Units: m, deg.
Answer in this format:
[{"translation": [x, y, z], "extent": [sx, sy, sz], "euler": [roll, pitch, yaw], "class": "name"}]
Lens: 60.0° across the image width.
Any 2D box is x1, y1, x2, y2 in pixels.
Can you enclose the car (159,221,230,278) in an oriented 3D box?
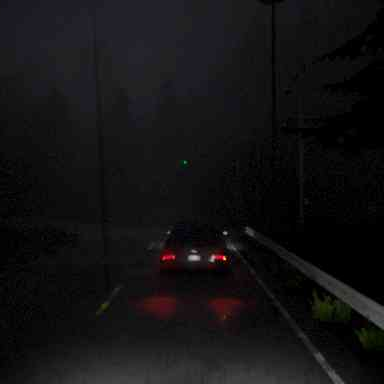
[{"translation": [0.148, 1.601, 10.271], "extent": [2.033, 1.411, 5.357], "euler": [0, 0, 2], "class": "car"}]
